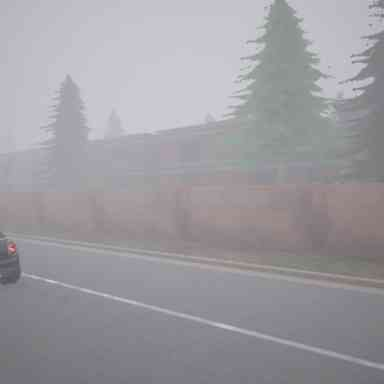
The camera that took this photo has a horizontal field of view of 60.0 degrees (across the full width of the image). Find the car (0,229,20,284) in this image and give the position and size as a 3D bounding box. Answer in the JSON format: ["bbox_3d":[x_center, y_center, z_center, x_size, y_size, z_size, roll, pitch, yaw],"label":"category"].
[{"bbox_3d":[-6.478,1.441,8.609,4.553,1.767,2.097,-1,0,35],"label":"car"}]
